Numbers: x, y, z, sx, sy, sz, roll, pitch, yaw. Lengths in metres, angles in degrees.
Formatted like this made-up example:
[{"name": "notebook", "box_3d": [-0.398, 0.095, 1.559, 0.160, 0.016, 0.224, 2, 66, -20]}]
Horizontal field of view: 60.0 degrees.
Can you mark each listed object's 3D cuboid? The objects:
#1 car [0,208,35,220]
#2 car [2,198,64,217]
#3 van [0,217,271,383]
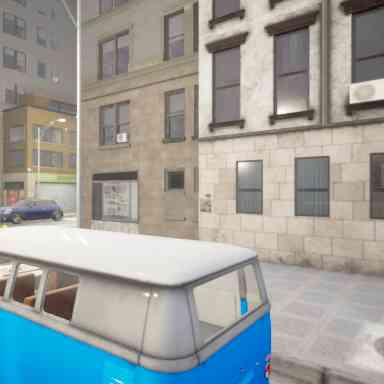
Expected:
[{"name": "car", "box_3d": [-5.665, 1.315, 6.771, 5.009, 1.841, 2.192, 0, 0, 35]}, {"name": "car", "box_3d": [-11.744, 1.286, 24.026, 2.097, 1.767, 4.553, 0, 0, 35]}, {"name": "van", "box_3d": [-1.149, 1.341, 3.612, 3.998, 1.788, 1.690, 0, 0, 35]}]
